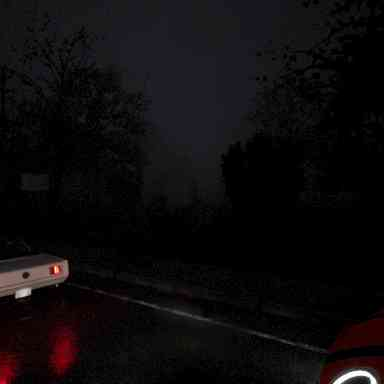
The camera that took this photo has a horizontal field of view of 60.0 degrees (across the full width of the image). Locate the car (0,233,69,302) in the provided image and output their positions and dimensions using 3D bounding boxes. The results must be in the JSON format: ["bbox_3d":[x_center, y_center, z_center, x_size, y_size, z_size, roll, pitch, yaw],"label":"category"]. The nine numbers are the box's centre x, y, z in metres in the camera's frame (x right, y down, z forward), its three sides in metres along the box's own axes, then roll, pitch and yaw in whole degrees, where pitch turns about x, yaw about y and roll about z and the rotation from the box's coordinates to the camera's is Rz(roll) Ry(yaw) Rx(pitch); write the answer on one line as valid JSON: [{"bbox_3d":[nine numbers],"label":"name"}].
[{"bbox_3d":[-4.960,1.601,7.515,4.718,1.301,1.895,0,0,35],"label":"car"}]

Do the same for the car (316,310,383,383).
[{"bbox_3d":[3.066,1.352,1.842,4.553,1.767,2.097,0,0,35],"label":"car"}]
